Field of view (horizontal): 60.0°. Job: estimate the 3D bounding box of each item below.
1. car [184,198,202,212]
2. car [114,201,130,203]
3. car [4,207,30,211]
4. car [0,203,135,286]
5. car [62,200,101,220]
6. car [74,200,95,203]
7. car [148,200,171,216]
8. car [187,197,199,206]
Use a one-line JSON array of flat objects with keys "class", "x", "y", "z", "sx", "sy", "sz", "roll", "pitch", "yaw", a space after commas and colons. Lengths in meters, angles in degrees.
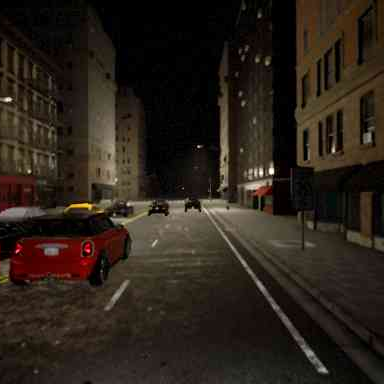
[{"class": "car", "x": 0.098, "y": 1.471, "z": 38.880, "sx": 1.837, "sy": 1.490, "sz": 4.892, "roll": 0, "pitch": 0, "yaw": 0}, {"class": "car", "x": -6.582, "y": 1.550, "z": 31.008, "sx": 2.033, "sy": 1.411, "sz": 5.357, "roll": 0, "pitch": 0, "yaw": 0}, {"class": "car", "x": -9.847, "y": 1.573, "z": 19.160, "sx": 2.033, "sy": 1.411, "sz": 5.357, "roll": 0, "pitch": 0, "yaw": 0}, {"class": "car", "x": -3.154, "y": 1.354, "z": 9.589, "sx": 2.097, "sy": 1.767, "sz": 4.553, "roll": 0, "pitch": 0, "yaw": 0}, {"class": "car", "x": -9.834, "y": 1.521, "z": 29.946, "sx": 1.837, "sy": 1.490, "sz": 4.892, "roll": 0, "pitch": 0, "yaw": 0}, {"class": "car", "x": -6.595, "y": 1.488, "z": 19.867, "sx": 1.882, "sy": 1.535, "sz": 5.008, "roll": 0, "pitch": 0, "yaw": 0}, {"class": "car", "x": -3.153, "y": 1.534, "z": 32.587, "sx": 2.033, "sy": 1.411, "sz": 5.357, "roll": 0, "pitch": 0, "yaw": 0}, {"class": "car", "x": 0.093, "y": 1.558, "z": 54.035, "sx": 1.895, "sy": 1.301, "sz": 4.718, "roll": 0, "pitch": 0, "yaw": -1}]
